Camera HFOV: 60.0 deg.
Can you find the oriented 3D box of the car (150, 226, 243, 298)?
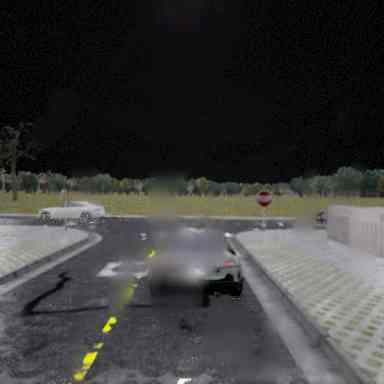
[{"bbox_3d":[0.093,1.544,8.504,1.994,1.385,4.181,0,0,0],"label":"car"}]

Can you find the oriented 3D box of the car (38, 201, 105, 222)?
[{"bbox_3d":[-8.690,1.356,24.125,4.674,1.442,1.812,1,0,0],"label":"car"}]

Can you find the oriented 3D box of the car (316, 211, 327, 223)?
[{"bbox_3d":[11.209,1.680,24.061,4.181,1.385,1.994,1,0,-1],"label":"car"}]
